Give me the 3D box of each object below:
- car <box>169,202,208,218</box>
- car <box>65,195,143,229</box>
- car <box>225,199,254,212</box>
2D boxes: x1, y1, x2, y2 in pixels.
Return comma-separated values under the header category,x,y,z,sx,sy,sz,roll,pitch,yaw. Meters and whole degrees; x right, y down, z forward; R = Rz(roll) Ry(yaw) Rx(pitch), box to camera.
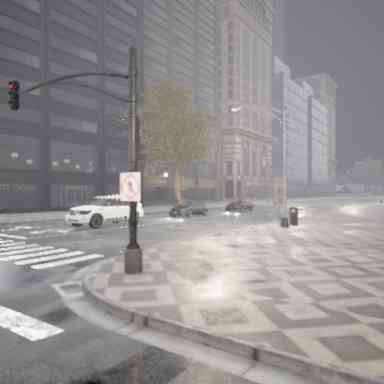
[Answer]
category,x,y,z,sx,sy,sz,roll,pitch,yaw
car,-0.274,1.583,30.489,1.994,1.385,4.181,0,0,36
car,-5.788,1.261,22.740,2.150,2.045,5.566,0,0,35
car,5.551,1.563,38.665,1.994,1.385,4.181,0,0,36
